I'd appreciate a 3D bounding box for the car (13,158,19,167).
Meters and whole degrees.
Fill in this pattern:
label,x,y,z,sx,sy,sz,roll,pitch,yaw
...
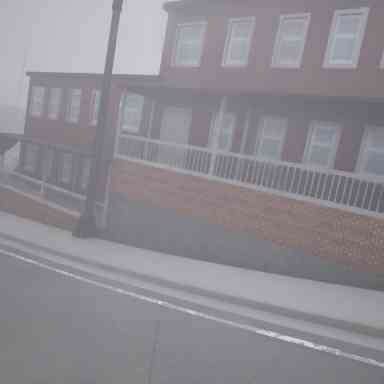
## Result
label,x,y,z,sx,sy,sz,roll,pitch,yaw
car,-16.673,-3.049,36.061,1.882,1.535,5.008,15,9,35
